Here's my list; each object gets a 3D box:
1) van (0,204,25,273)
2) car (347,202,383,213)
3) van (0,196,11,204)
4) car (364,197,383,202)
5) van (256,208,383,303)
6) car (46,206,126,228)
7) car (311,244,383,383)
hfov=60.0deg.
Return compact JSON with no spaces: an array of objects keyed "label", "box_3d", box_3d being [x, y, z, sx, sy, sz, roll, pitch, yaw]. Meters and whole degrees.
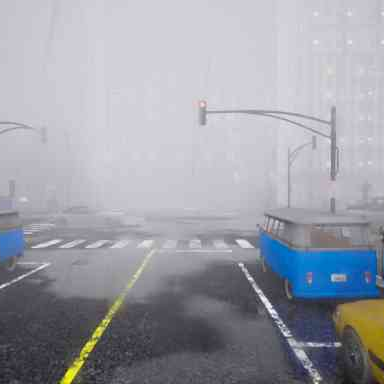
[{"label":"van","box_3d":[-5.693,1.339,7.986,1.690,1.788,3.998,-1,0,0]},{"label":"car","box_3d":[13.730,1.653,24.682,4.718,1.301,1.895,0,1,0]},{"label":"van","box_3d":[-17.119,1.201,27.495,3.998,1.788,1.690,0,1,0]},{"label":"car","box_3d":[15.270,1.339,27.264,5.009,1.841,2.192,0,1,0]},{"label":"van","box_3d":[2.687,1.339,7.948,1.690,1.788,3.998,-1,0,0]},{"label":"car","box_3d":[-6.745,1.592,21.628,4.718,1.301,1.895,0,1,0]},{"label":"car","box_3d":[2.683,1.525,2.516,1.752,1.417,4.829,-1,0,0]}]
